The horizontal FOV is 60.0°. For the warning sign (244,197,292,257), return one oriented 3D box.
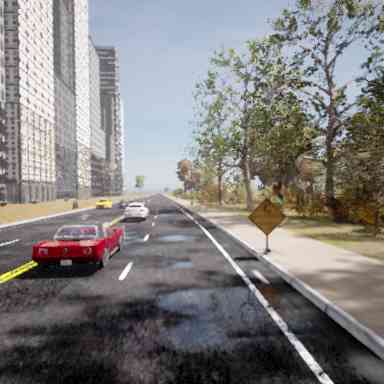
[{"bbox_3d":[2.487,1.102,11.045,1.300,1.860,1.060,-1,0,-3],"label":"warning sign"}]

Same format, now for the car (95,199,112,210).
[{"bbox_3d":[-13.485,1.825,50.907,1.882,1.535,5.008,-1,0,-5],"label":"car"}]

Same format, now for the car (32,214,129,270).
[{"bbox_3d":[-3.600,1.689,11.485,1.895,1.301,4.718,-1,0,-3],"label":"car"}]

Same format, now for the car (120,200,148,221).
[{"bbox_3d":[-4.795,1.676,28.903,1.812,1.442,4.674,-1,0,-5],"label":"car"}]

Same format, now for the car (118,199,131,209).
[{"bbox_3d":[-10.298,1.788,51.711,2.128,1.511,4.902,-1,0,-5],"label":"car"}]
